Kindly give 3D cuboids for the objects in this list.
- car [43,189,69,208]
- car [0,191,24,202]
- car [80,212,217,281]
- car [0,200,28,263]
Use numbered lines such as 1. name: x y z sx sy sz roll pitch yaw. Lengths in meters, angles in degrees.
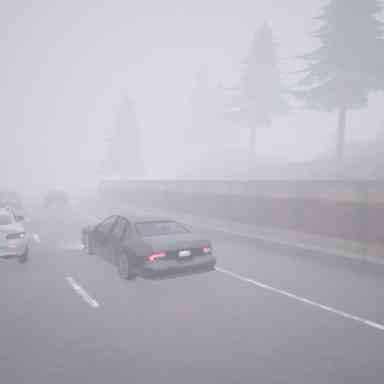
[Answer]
1. car: -12.035 0.525 29.447 1.837 1.490 4.892 0 2 -23
2. car: -14.764 0.605 26.799 2.033 1.411 5.357 0 2 -23
3. car: -1.515 1.271 9.124 2.033 1.411 5.357 0 2 -33
4. car: -6.011 1.171 9.808 1.812 1.442 4.674 0 2 -32
